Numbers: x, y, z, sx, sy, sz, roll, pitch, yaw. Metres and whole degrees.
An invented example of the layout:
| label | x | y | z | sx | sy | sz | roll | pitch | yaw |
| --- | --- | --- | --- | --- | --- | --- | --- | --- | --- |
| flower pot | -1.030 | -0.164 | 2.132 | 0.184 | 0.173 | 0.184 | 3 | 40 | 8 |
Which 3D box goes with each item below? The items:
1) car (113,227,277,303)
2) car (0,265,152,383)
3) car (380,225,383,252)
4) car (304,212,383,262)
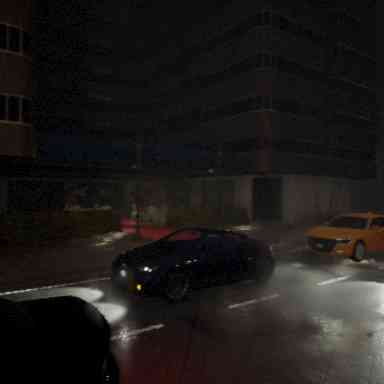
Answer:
| label | x | y | z | sx | sy | sz | roll | pitch | yaw |
| --- | --- | --- | --- | --- | --- | --- | --- | --- | --- |
| car | 0.154 | 1.598 | 8.343 | 4.181 | 1.385 | 1.994 | 1 | 0 | -35 |
| car | -2.923 | 1.468 | 1.886 | 5.008 | 1.535 | 1.882 | 1 | 0 | -35 |
| car | 7.232 | 1.640 | 9.041 | 4.181 | 1.385 | 1.994 | 1 | 0 | -36 |
| car | 6.346 | 1.563 | 12.696 | 5.008 | 1.535 | 1.882 | 0 | 0 | -36 |
